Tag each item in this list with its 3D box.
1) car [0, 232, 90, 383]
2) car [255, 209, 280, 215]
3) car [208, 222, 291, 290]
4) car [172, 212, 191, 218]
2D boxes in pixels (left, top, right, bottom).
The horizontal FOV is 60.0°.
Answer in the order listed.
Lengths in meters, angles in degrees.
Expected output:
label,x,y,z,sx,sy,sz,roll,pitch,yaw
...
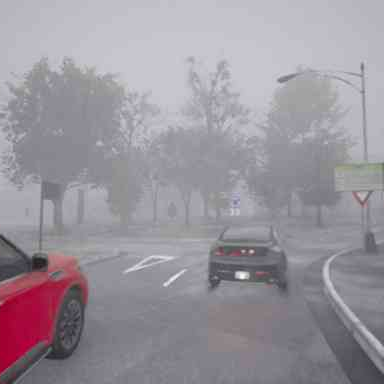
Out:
label,x,y,z,sx,sy,sz,roll,pitch,yaw
car,-2.812,1.235,2.915,2.150,2.045,5.566,0,0,4
car,15.141,4.134,66.752,4.902,1.511,2.128,-3,-5,34
car,1.735,1.598,9.369,1.837,1.490,4.892,-1,-2,16
car,-3.704,6.771,93.648,4.892,1.521,2.231,0,-5,-11
